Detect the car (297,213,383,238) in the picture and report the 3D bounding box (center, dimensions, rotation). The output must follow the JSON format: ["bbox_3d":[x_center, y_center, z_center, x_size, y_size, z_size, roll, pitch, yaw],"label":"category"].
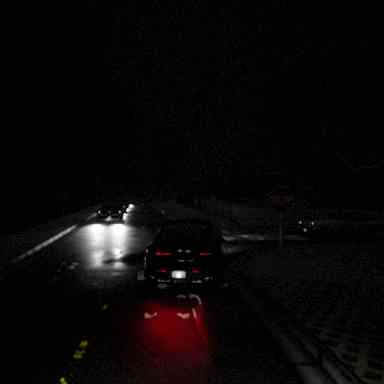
[{"bbox_3d":[8.359,1.803,18.467,4.718,1.301,1.895,1,-3,-7],"label":"car"}]

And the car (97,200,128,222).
[{"bbox_3d":[-6.328,1.534,26.249,1.895,1.301,4.718,0,0,-10],"label":"car"}]

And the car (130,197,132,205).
[{"bbox_3d":[-9.470,1.367,45.291,1.882,1.535,5.008,0,0,-9],"label":"car"}]

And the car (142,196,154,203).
[{"bbox_3d":[-9.031,1.484,68.820,1.812,1.442,4.674,0,0,-2],"label":"car"}]

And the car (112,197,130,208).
[{"bbox_3d":[-7.870,1.407,35.499,1.837,1.490,4.892,0,0,-9],"label":"car"}]

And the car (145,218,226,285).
[{"bbox_3d":[-0.031,1.511,9.580,1.837,1.490,4.892,0,0,6],"label":"car"}]
